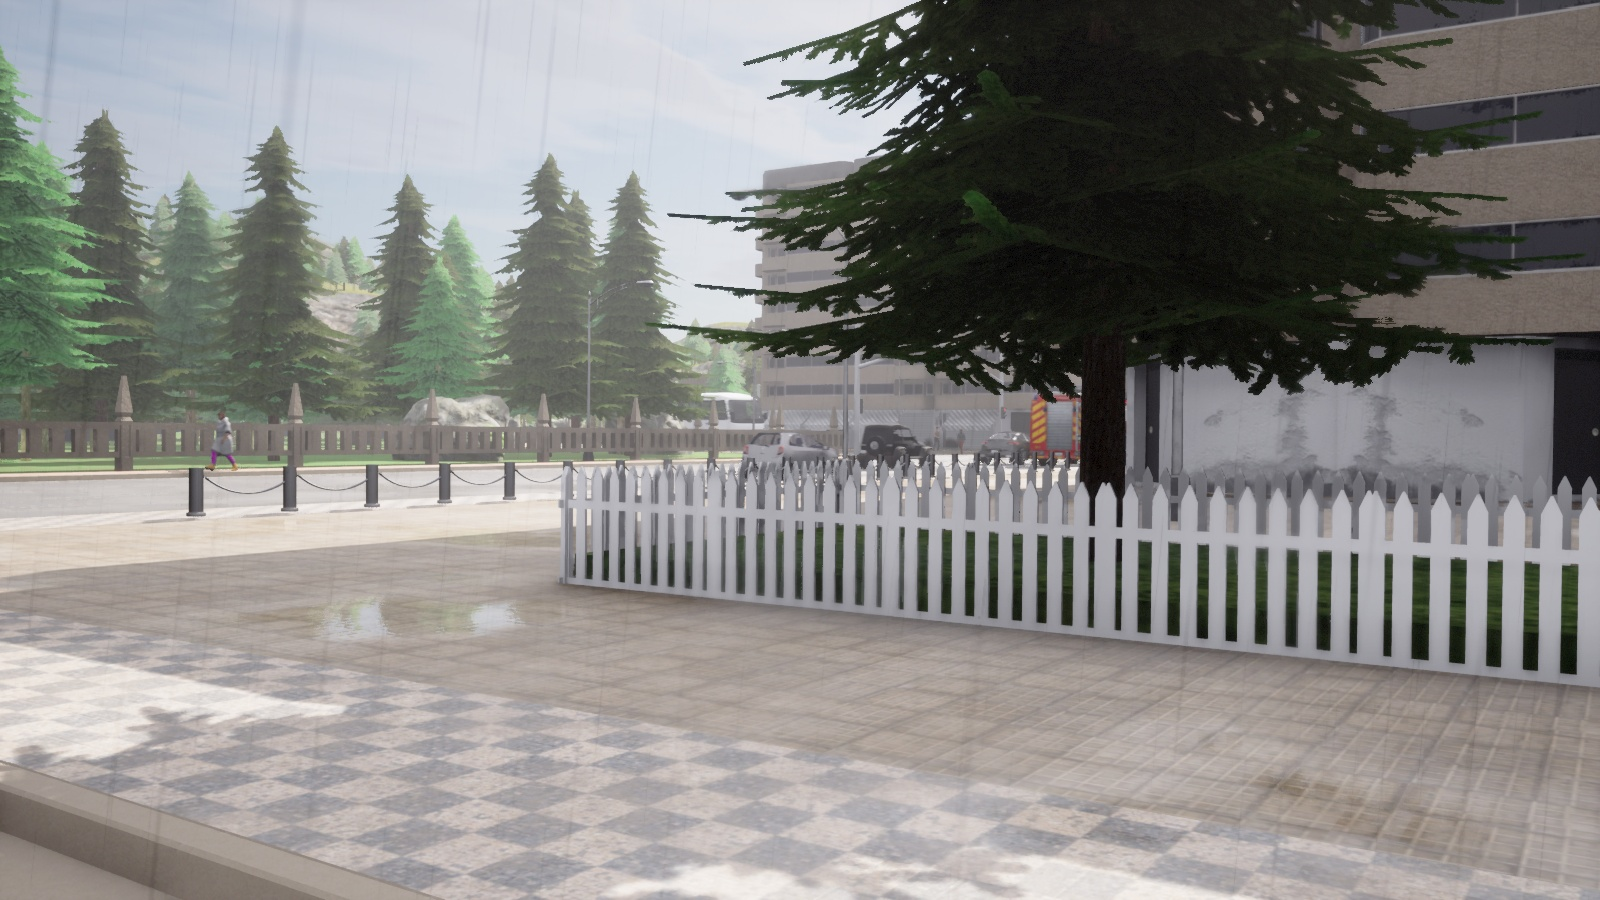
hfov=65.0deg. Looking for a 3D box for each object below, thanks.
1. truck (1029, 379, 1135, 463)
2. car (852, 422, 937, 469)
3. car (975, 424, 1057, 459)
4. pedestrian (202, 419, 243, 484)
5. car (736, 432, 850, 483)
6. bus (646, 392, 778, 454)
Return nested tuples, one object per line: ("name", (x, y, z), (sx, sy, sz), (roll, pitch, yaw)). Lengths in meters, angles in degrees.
("truck", (13.996, -1.403, 61.723), (2.891, 3.827, 8.468), (0, 1, 28))
("car", (3.976, -0.222, 52.311), (1.905, 1.878, 3.866), (0, 1, 33))
("car", (10.816, -0.443, 62.632), (2.152, 1.651, 5.027), (0, 1, 34))
("pedestrian", (-17.535, 0.028, 38.125), (0.659, 1.952, 0.873), (0, 1, 33))
("car", (-0.174, 0.204, 39.736), (1.845, 1.501, 3.633), (0, 1, 34))
("bus", (-6.506, -1.884, 90.998), (3.944, 4.253, 10.273), (-2, 1, -43))
